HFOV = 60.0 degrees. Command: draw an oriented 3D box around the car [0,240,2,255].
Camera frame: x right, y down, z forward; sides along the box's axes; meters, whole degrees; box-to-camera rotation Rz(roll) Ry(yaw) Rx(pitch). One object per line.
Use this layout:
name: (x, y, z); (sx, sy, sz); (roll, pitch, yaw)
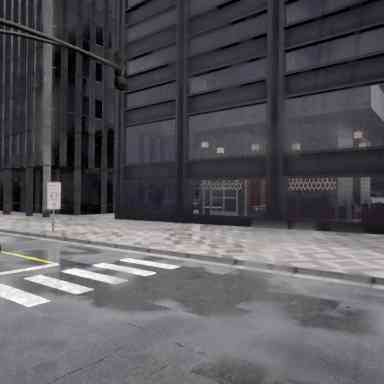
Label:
car: (-8.938, 1.708, 12.504); (4.674, 1.442, 1.812); (-1, -1, 38)
